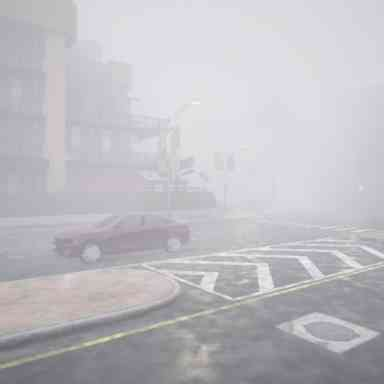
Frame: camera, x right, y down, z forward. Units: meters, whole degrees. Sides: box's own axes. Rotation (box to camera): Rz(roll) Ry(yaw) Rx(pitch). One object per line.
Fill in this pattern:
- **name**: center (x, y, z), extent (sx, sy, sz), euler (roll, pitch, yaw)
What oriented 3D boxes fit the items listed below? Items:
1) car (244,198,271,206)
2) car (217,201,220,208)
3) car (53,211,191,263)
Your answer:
- **car**: center (10.743, 1.601, 54.944), extent (1.895, 1.301, 4.718), euler (0, 0, -35)
- **car**: center (2.118, 1.491, 48.623), extent (2.128, 1.511, 4.902), euler (0, 0, -35)
- **car**: center (-2.372, 1.478, 12.119), extent (5.008, 1.535, 1.882), euler (0, 0, -35)
